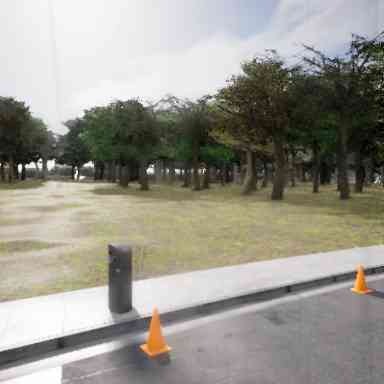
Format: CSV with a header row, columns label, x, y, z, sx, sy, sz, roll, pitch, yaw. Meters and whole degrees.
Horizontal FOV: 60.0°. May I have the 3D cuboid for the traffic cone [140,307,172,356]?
label,x,y,z,sx,sy,sz,roll,pitch,yaw
traffic cone,-0.512,1.935,4.736,0.340,0.580,0.340,0,0,-34

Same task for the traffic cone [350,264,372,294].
label,x,y,z,sx,sy,sz,roll,pitch,yaw
traffic cone,3.805,1.925,7.476,0.340,0.580,0.340,0,0,-31
